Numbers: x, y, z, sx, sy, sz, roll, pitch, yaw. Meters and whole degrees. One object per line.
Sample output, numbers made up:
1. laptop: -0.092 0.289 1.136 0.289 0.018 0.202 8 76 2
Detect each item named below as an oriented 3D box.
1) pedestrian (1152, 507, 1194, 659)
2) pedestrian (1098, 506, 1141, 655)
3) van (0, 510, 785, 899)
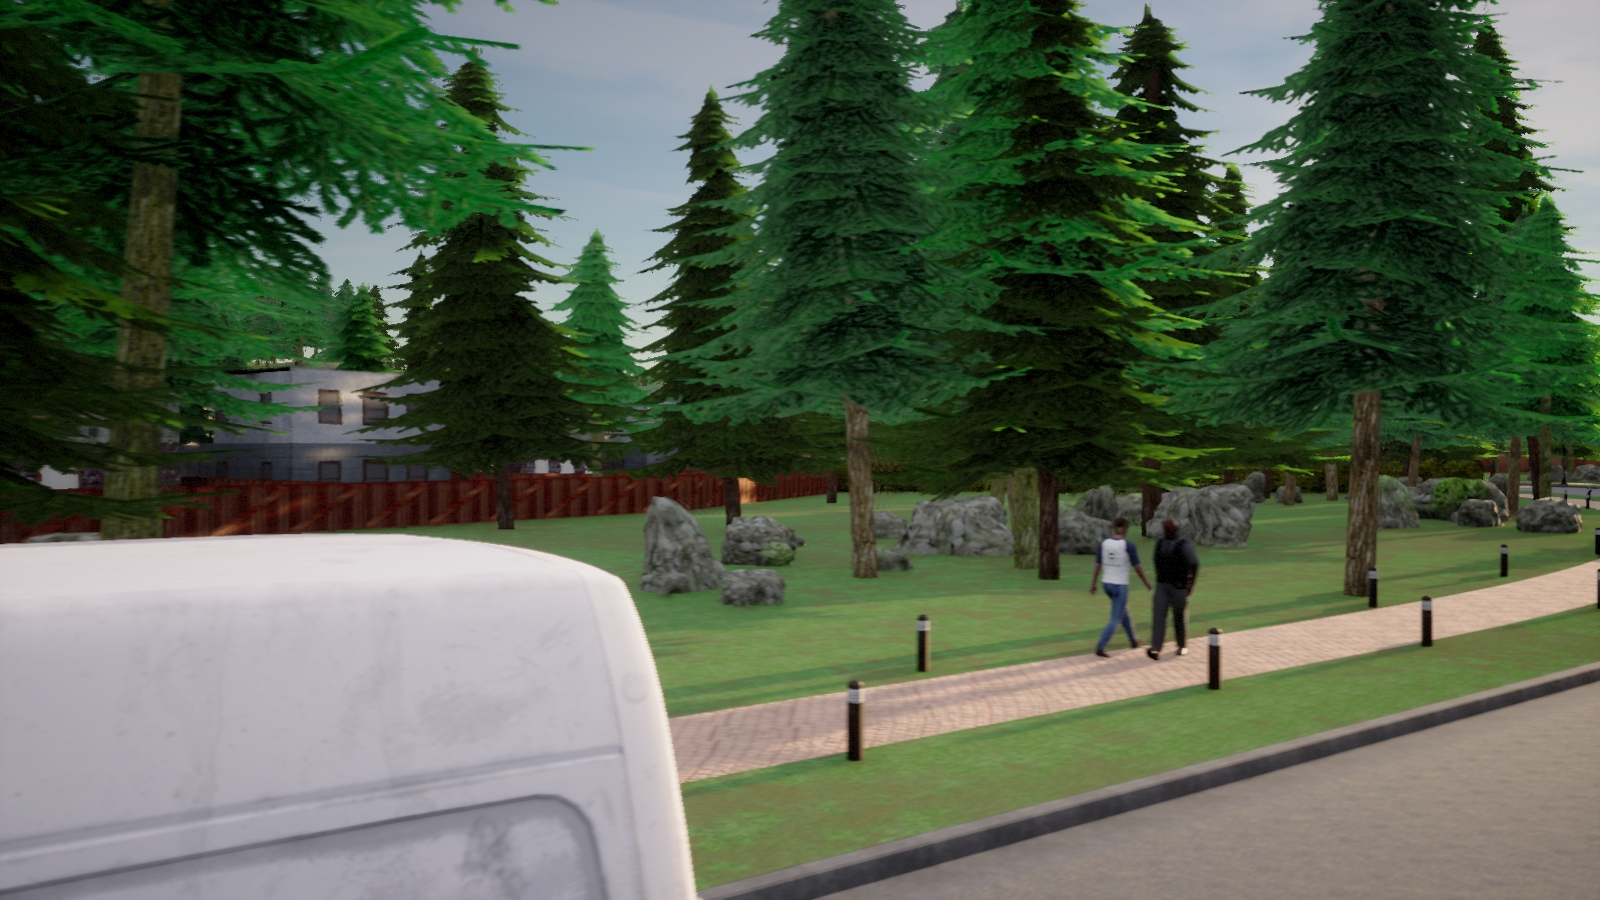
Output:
1. pedestrian: 4.711 1.662 14.422 0.375 1.860 0.375 0 0 43
2. pedestrian: 4.109 1.663 14.702 0.375 1.860 0.375 0 0 -36
3. van: -3.025 1.501 1.681 5.915 2.561 1.988 0 0 -35
